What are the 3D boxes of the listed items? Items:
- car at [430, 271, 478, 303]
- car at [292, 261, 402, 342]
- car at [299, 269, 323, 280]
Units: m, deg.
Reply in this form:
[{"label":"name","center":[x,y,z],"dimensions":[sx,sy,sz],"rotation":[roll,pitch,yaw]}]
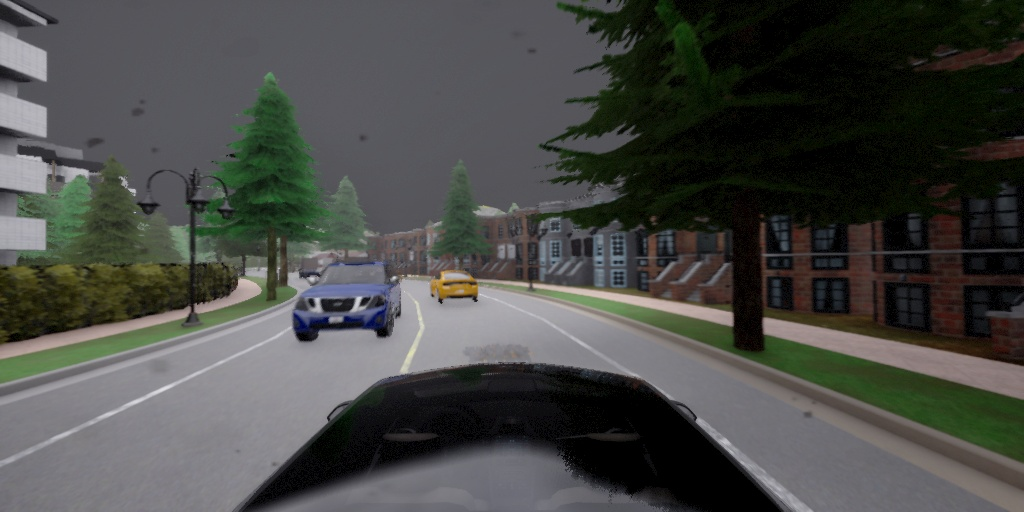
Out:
[{"label":"car","center":[-3.128,1.501,18.748],"dimensions":[1.882,1.535,5.008],"rotation":[0,-1,-19]},{"label":"car","center":[-4.643,1.160,10.978],"dimensions":[2.150,2.045,5.566],"rotation":[0,-1,-12]},{"label":"car","center":[-25.840,2.304,45.987],"dimensions":[1.895,1.301,4.718],"rotation":[0,-1,-40]}]
